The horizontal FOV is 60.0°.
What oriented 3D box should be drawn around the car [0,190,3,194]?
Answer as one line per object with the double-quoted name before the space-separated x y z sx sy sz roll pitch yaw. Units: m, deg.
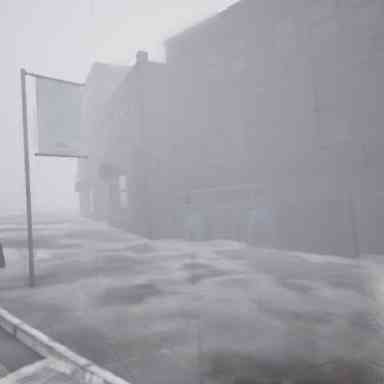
"car" -47.752 0.079 78.340 2.231 1.521 4.892 -4 -3 4
